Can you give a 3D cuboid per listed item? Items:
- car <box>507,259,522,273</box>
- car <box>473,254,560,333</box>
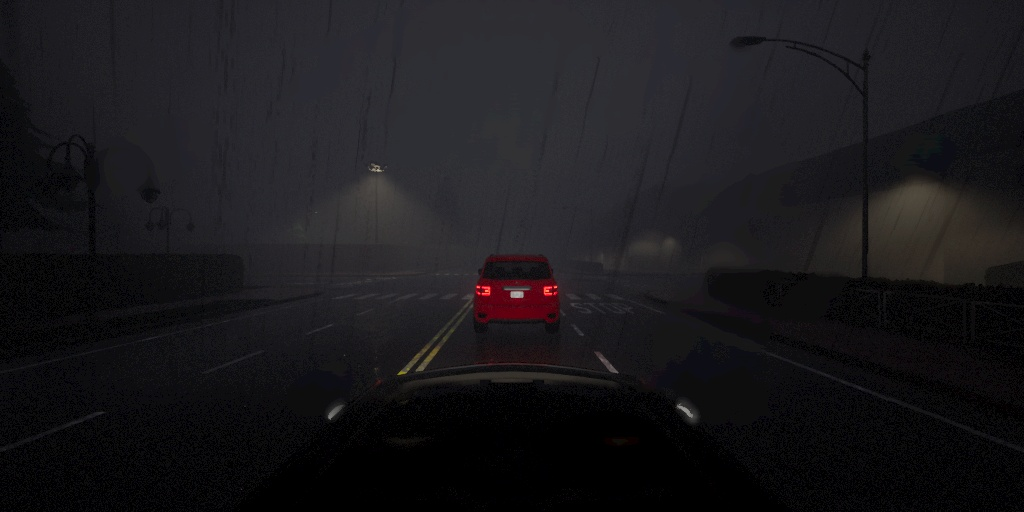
[{"bbox_3d":[0.348,1.228,45.558,1.882,1.535,5.008,0,0,1],"label":"car"},{"bbox_3d":[0.120,0.971,10.841,2.150,2.045,5.566,0,0,0],"label":"car"}]
